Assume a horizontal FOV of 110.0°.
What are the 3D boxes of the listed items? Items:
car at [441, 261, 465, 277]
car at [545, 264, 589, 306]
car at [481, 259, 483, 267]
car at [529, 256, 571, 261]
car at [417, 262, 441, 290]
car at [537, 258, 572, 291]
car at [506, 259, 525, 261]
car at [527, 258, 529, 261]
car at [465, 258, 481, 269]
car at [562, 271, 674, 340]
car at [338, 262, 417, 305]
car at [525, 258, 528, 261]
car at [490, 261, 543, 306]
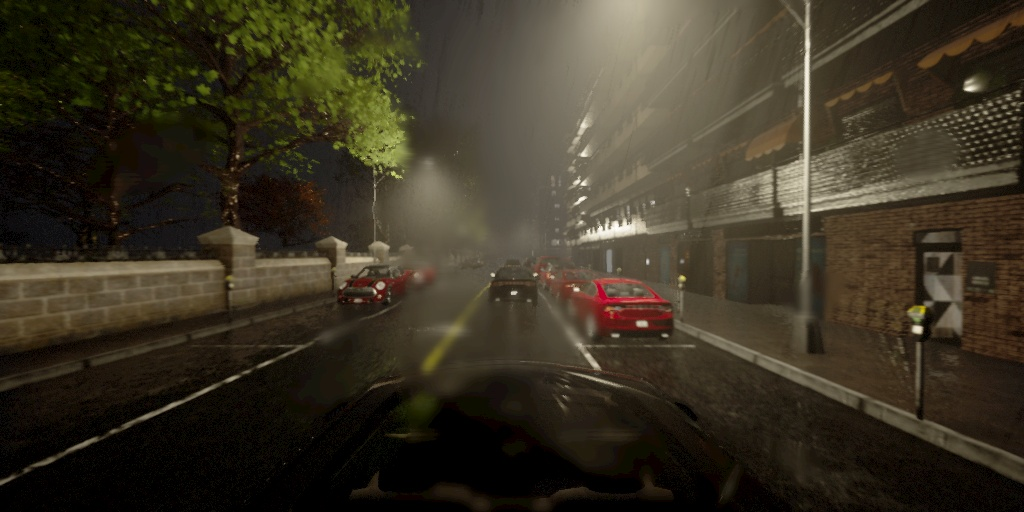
[{"bbox_3d":[-5.700,1.152,32.159,2.007,1.370,4.403,0,0,0],"label":"car"},{"bbox_3d":[2.686,1.227,15.273,1.888,1.381,4.507,0,0,0],"label":"car"},{"bbox_3d":[-5.708,1.052,54.679,2.007,1.370,4.403,0,0,0],"label":"car"},{"bbox_3d":[2.682,0.942,26.532,2.192,1.841,5.009,0,0,0],"label":"car"},{"bbox_3d":[-5.696,1.095,20.897,1.967,1.591,4.097,0,0,0],"label":"car"},{"bbox_3d":[2.684,1.094,20.902,1.967,1.591,4.097,0,0,0],"label":"car"},{"bbox_3d":[0.086,1.085,36.688,1.837,1.490,4.892,0,0,0],"label":"car"},{"bbox_3d":[2.680,1.040,32.163,1.967,1.591,4.097,0,0,0],"label":"car"},{"bbox_3d":[-5.707,1.051,48.879,1.751,1.417,4.829,0,0,0],"label":"car"},{"bbox_3d":[2.689,1.255,9.642,1.888,1.381,4.507,0,0,0],"label":"car"},{"bbox_3d":[-5.694,1.122,15.269,1.967,1.591,4.097,0,0,0],"label":"car"},{"bbox_3d":[2.674,0.964,49.053,1.967,1.591,4.097,0,0,0],"label":"car"},{"bbox_3d":[0.089,1.159,15.384,1.882,1.535,5.008,0,1,0],"label":"car"}]
